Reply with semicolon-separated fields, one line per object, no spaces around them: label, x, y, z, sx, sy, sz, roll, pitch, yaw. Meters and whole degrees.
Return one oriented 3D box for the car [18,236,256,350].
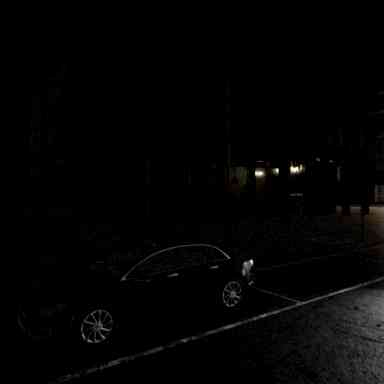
car;-0.740;1.550;6.139;4.403;1.369;2.008;0;0;-36
